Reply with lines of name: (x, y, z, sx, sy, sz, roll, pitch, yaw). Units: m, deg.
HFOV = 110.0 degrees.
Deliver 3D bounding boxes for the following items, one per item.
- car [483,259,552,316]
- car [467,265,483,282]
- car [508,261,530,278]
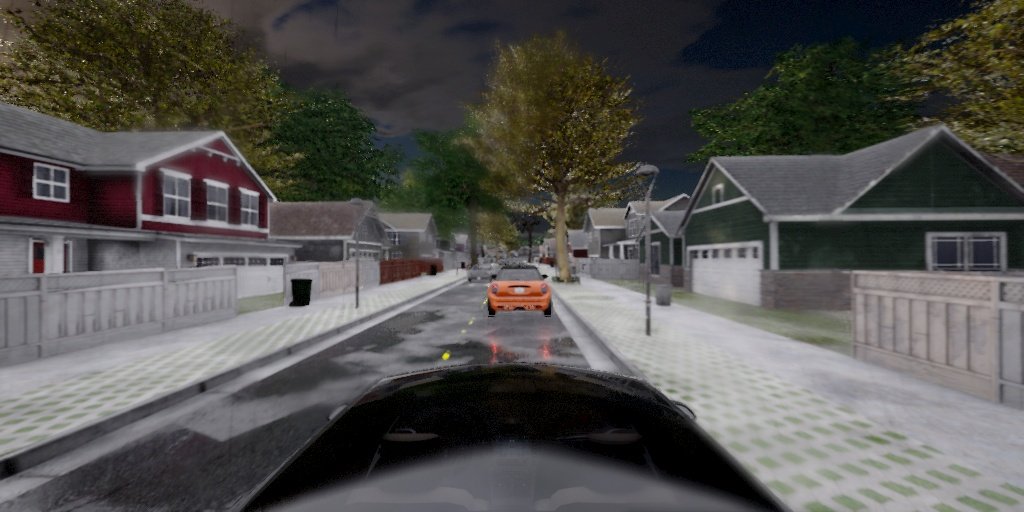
car: (0.274, 1.096, 13.407, 2.097, 1.767, 4.553, 0, 0, 1)
car: (-2.385, 1.355, 28.649, 1.895, 1.301, 4.718, 0, 0, 1)
car: (0.680, 1.288, 35.909, 2.033, 1.411, 5.357, 0, 0, 1)
